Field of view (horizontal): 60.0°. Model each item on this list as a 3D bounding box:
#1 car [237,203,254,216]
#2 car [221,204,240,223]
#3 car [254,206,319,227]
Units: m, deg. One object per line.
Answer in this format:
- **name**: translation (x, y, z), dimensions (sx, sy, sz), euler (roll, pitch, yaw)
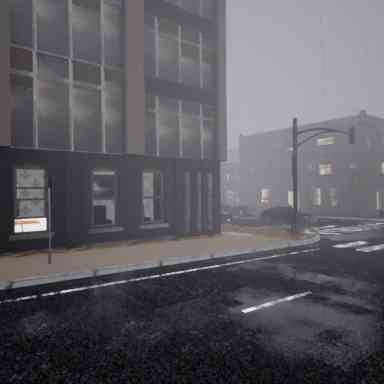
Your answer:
- **car**: translation (5.246, 1.920, 38.098), dimensions (2.008, 1.369, 4.403), euler (-2, 0, -37)
- **car**: translation (1.619, 1.934, 28.506), dimensions (1.947, 1.339, 4.313), euler (-2, 0, -37)
- **car**: translation (7.331, 1.775, 25.435), dimensions (1.812, 1.442, 4.674), euler (-1, 0, -37)
